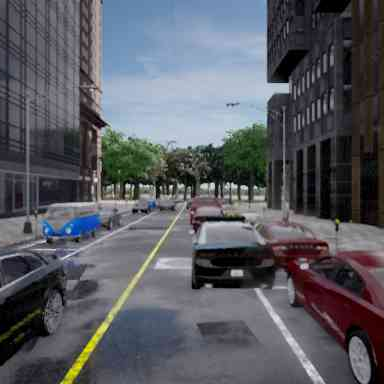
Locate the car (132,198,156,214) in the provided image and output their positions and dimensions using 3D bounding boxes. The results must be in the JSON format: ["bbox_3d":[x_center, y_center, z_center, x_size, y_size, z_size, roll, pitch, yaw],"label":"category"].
[{"bbox_3d":[-5.637,1.741,37.788,1.947,1.339,4.313,0,0,0],"label":"car"}]

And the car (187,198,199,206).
[{"bbox_3d":[0.204,1.852,60.472,1.994,1.385,4.181,0,0,0],"label":"car"}]

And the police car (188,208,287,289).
[{"bbox_3d":[0.930,1.469,9.393,1.930,1.638,5.238,0,0,0],"label":"police car"}]

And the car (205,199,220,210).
[{"bbox_3d":[2.925,1.773,48.634,1.887,1.381,4.507,0,0,0],"label":"car"}]

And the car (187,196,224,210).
[{"bbox_3d":[0.948,1.339,25.312,2.150,2.045,5.566,0,0,0],"label":"car"}]

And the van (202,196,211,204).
[{"bbox_3d":[2.999,1.681,70.385,1.690,1.788,3.998,0,0,0],"label":"van"}]

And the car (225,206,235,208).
[{"bbox_3d":[2.815,1.599,16.179,1.752,1.417,4.829,0,0,0],"label":"car"}]

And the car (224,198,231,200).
[{"bbox_3d":[2.870,1.464,32.322,2.192,1.841,5.009,0,0,0],"label":"car"}]

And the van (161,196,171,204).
[{"bbox_3d":[-5.526,1.680,70.414,1.690,1.788,3.998,0,0,0],"label":"van"}]

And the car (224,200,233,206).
[{"bbox_3d":[2.852,1.650,27.054,1.752,1.417,4.829,0,0,0],"label":"car"}]

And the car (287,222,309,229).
[{"bbox_3d":[2.796,1.593,10.572,1.887,1.381,4.507,0,0,0],"label":"car"}]

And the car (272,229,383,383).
[{"bbox_3d":[2.777,1.568,5.134,1.887,1.381,4.507,0,0,0],"label":"car"}]

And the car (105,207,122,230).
[{"bbox_3d":[-5.692,1.648,21.476,2.008,1.369,4.403,0,0,0],"label":"car"}]

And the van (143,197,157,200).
[{"bbox_3d":[-5.619,1.542,43.226,1.690,1.788,3.998,0,0,0],"label":"van"}]

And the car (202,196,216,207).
[{"bbox_3d":[2.962,1.598,59.510,2.192,1.841,5.009,0,0,0],"label":"car"}]

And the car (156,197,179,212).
[{"bbox_3d":[-2.961,1.697,41.249,1.837,1.490,4.892,0,0,0],"label":"car"}]

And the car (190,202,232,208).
[{"bbox_3d":[0.964,1.567,19.283,1.882,1.535,5.008,0,0,0],"label":"car"}]

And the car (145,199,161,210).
[{"bbox_3d":[-5.600,1.753,48.493,1.752,1.417,4.829,0,0,0],"label":"car"}]

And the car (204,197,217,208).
[{"bbox_3d":[2.944,1.696,54.072,1.967,1.590,4.097,0,0,0],"label":"car"}]

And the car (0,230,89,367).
[{"bbox_3d":[-3.089,1.509,3.883,2.128,1.511,4.902,0,0,0],"label":"car"}]

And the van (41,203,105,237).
[{"bbox_3d":[-5.711,1.414,16.039,1.690,1.788,3.998,0,0,0],"label":"van"}]

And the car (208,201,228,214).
[{"bbox_3d":[2.888,1.726,37.759,2.008,1.369,4.403,0,0,0],"label":"car"}]

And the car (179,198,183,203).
[{"bbox_3d":[-2.752,1.916,72.816,1.994,1.385,4.181,0,0,0],"label":"car"}]

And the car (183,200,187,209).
[{"bbox_3d":[0.175,1.713,47.240,2.128,1.511,4.902,0,0,1],"label":"car"}]
